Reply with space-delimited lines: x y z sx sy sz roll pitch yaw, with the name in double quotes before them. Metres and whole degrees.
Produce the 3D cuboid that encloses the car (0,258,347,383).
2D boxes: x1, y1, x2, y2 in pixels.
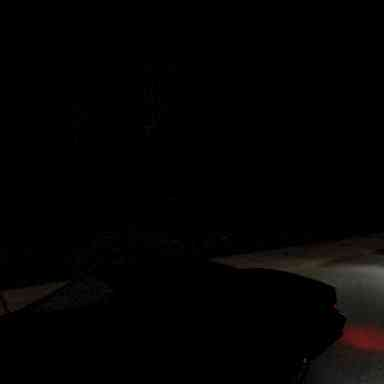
"car" -0.473 1.541 3.655 5.357 1.411 2.033 0 0 -35
